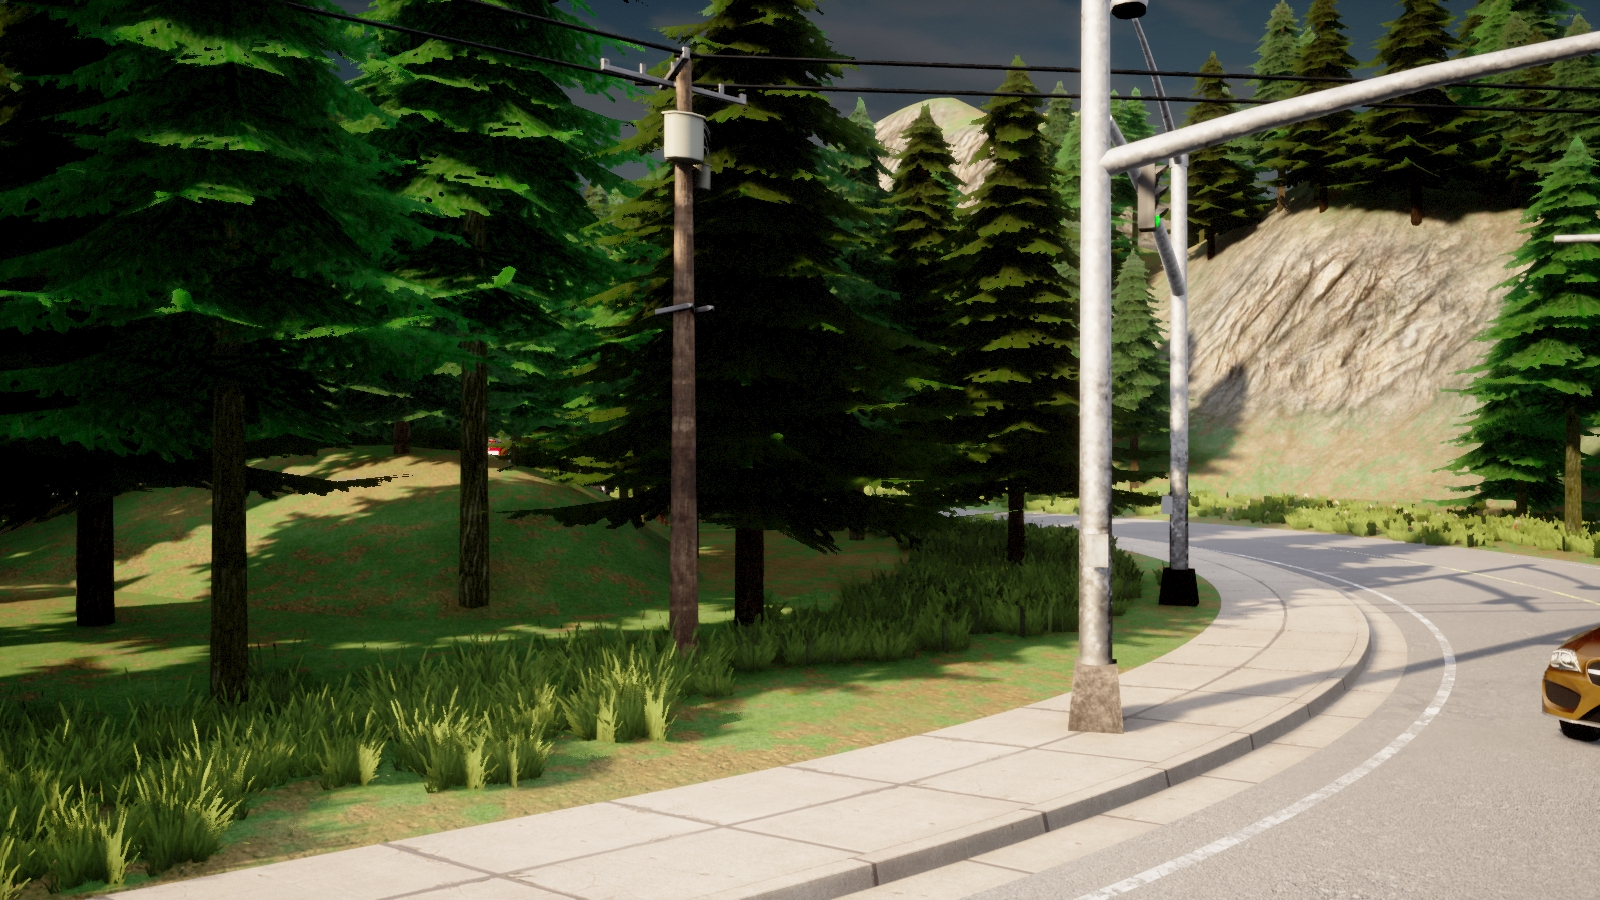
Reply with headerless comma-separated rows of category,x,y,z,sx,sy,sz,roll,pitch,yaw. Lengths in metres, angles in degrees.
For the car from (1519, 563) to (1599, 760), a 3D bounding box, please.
car,9.577,1.970,11.147,5.027,1.651,2.152,0,0,-29
